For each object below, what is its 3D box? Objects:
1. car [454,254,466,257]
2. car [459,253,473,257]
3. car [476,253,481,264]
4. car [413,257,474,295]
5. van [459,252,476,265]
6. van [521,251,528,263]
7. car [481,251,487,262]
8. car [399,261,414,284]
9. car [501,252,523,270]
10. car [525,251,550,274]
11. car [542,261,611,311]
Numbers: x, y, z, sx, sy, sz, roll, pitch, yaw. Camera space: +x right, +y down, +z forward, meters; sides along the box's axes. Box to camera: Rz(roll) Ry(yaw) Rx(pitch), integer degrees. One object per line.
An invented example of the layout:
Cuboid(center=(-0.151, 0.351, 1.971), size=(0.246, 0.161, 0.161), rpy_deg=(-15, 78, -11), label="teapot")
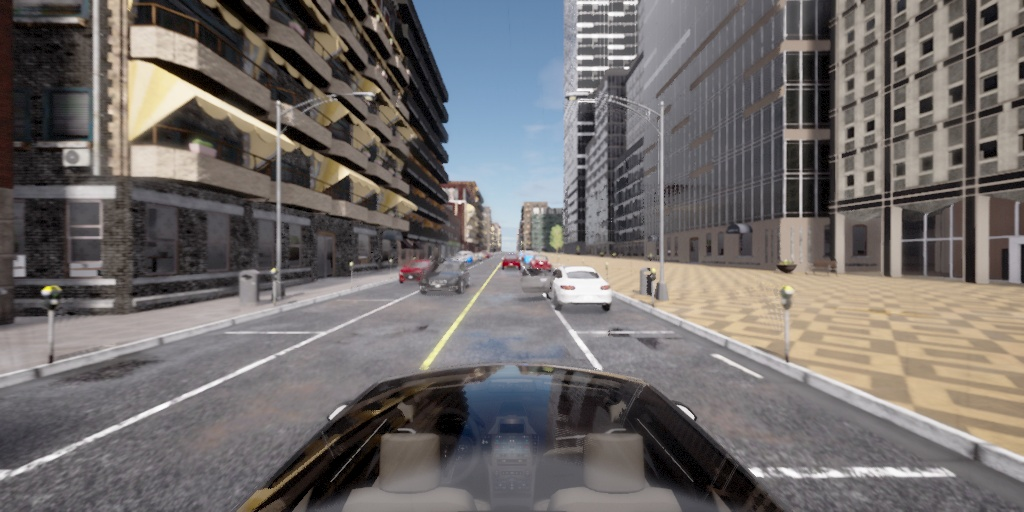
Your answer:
Cuboid(center=(-5.796, 0.745, 33.776), size=(1.948, 1.339, 4.313), rpy_deg=(0, 0, 0), label="car")
Cuboid(center=(-5.815, 0.631, 39.345), size=(2.007, 1.370, 4.403), rpy_deg=(0, 0, 0), label="car")
Cuboid(center=(-5.851, 0.409, 50.313), size=(1.751, 1.417, 4.829), rpy_deg=(0, 0, 0), label="car")
Cuboid(center=(-3.152, 0.972, 17.568), size=(1.837, 1.490, 4.892), rpy_deg=(0, 1, 0), label="car")
Cuboid(center=(-5.833, 0.322, 44.914), size=(1.690, 1.789, 3.998), rpy_deg=(0, 0, 0), label="van")
Cuboid(center=(2.529, 0.223, 50.510), size=(1.690, 1.789, 3.998), rpy_deg=(0, 0, 0), label="van")
Cuboid(center=(-5.889, 0.237, 61.619), size=(2.007, 1.370, 4.403), rpy_deg=(0, 0, 0), label="car")
Cuboid(center=(-5.760, 0.922, 22.638), size=(1.888, 1.381, 4.507), rpy_deg=(0, 0, 0), label="car")
Cuboid(center=(-0.070, 0.596, 37.185), size=(1.882, 1.535, 5.008), rpy_deg=(0, 1, 0), label="car")
Cuboid(center=(2.585, 0.617, 33.803), size=(1.967, 1.591, 4.097), rpy_deg=(0, 0, 0), label="car")
Cuboid(center=(2.314, 1.070, 13.198), size=(1.812, 1.442, 4.674), rpy_deg=(0, 1, 0), label="car")
